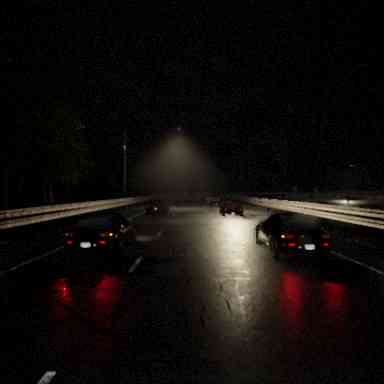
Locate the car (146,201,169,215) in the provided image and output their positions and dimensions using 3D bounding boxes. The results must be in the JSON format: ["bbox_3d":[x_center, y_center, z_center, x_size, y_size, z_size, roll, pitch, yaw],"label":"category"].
[{"bbox_3d":[-3.381,1.539,33.071,1.994,1.385,4.181,0,0,0],"label":"car"}]

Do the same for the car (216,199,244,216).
[{"bbox_3d":[3.617,1.576,31.499,1.895,1.301,4.718,0,0,0],"label":"car"}]

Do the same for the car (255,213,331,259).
[{"bbox_3d":[3.606,1.516,12.475,1.812,1.442,4.674,0,0,0],"label":"car"}]

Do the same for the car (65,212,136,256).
[{"bbox_3d":[-3.395,1.516,12.925,1.812,1.442,4.674,0,0,0],"label":"car"}]

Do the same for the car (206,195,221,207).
[{"bbox_3d":[3.532,1.465,50.094,1.837,1.490,4.892,0,0,0],"label":"car"}]

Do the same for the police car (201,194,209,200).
[{"bbox_3d":[3.560,1.357,94.093,2.038,1.542,4.974,0,0,0],"label":"police car"}]

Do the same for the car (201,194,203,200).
[{"bbox_3d":[3.546,1.429,72.094,1.837,1.490,4.892,0,0,0],"label":"car"}]

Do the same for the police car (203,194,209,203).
[{"bbox_3d":[3.540,1.453,61.094,2.038,1.542,4.974,0,0,0],"label":"police car"}]

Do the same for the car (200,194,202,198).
[{"bbox_3d":[3.553,1.323,83.093,2.033,1.649,4.856,0,0,0],"label":"car"}]
